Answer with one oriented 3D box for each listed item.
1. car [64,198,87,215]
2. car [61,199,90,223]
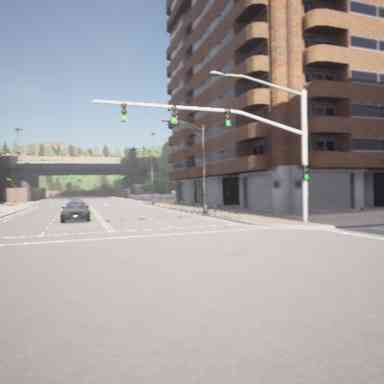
[{"bbox_3d":[-12.201,1.448,34.982,2.033,1.411,5.357,-1,1,-19],"label":"car"},{"bbox_3d":[-8.775,1.491,25.086,1.994,1.385,4.181,-1,1,-19],"label":"car"}]
